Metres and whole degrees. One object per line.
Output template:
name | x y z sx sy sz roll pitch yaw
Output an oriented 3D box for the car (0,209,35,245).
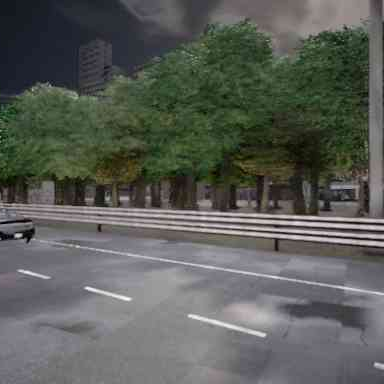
car | -8.752 1.495 14.413 4.902 1.511 2.128 0 0 36
